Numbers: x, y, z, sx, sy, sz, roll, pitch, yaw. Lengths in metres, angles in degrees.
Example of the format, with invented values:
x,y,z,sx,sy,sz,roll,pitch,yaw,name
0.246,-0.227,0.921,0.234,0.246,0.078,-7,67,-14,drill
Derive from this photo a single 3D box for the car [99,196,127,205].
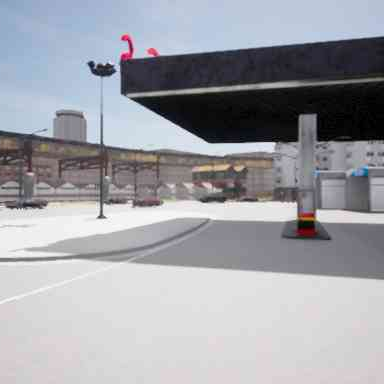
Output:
x,y,z,sx,sy,sz,roll,pitch,yaw,name
-13.283,1.430,55.807,2.128,1.511,4.902,0,0,40,car

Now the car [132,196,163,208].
x,y,z,sx,sy,sz,roll,pitch,yaw,name
-6.268,1.306,47.542,2.097,1.767,4.553,0,0,40,car

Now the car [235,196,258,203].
x,y,z,sx,sy,sz,roll,pitch,yaw,name
11.402,1.482,69.468,4.902,1.511,2.128,0,0,-13,car

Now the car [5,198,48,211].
x,y,z,sx,sy,sz,roll,pitch,yaw,name
-20.274,1.436,40.938,2.128,1.511,4.902,0,0,36,car

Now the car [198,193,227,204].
x,y,z,sx,sy,sz,roll,pitch,yaw,name
3.965,1.174,63.824,5.566,2.045,2.150,0,-1,-22,car
